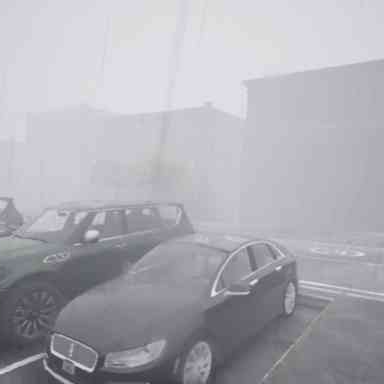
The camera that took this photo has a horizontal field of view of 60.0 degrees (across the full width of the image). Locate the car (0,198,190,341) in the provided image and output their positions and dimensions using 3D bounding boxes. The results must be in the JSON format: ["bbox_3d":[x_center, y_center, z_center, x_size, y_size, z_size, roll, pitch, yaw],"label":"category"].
[{"bbox_3d":[-2.106,1.204,6.869,2.435,2.045,5.566,0,0,36],"label":"car"}]

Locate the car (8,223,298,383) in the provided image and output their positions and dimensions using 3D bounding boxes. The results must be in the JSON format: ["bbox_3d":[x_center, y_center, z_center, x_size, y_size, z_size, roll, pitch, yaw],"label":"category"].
[{"bbox_3d":[0.193,1.467,5.270,2.231,1.521,4.892,0,0,36],"label":"car"}]
